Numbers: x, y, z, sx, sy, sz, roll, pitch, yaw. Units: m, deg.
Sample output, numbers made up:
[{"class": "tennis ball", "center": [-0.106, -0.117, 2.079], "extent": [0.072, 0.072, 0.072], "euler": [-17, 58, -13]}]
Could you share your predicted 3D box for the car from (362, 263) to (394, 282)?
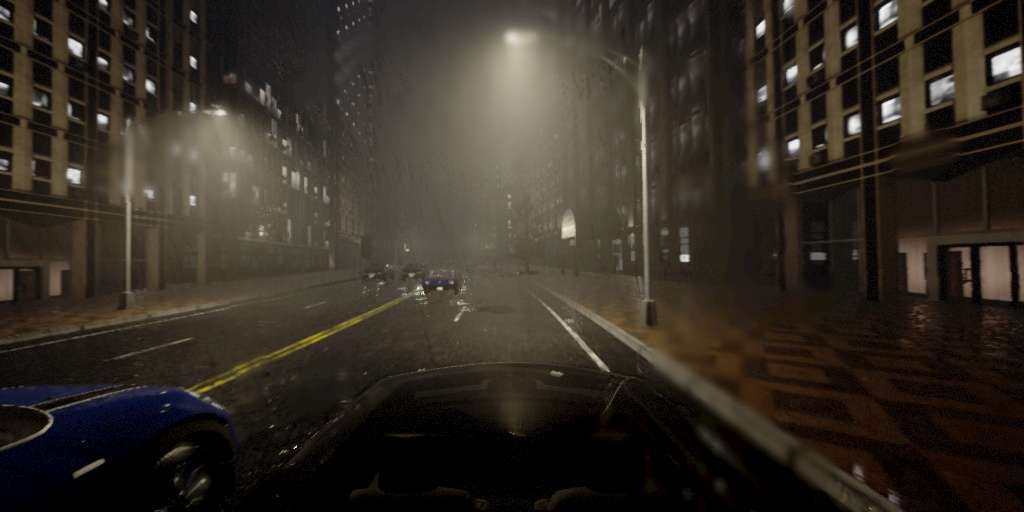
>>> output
[{"class": "car", "center": [-11.645, 1.398, 31.397], "extent": [2.128, 1.511, 4.902], "euler": [-1, 0, -7]}]

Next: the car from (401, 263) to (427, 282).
[{"class": "car", "center": [-8.354, 1.363, 31.220], "extent": [2.128, 1.511, 4.902], "euler": [-1, 0, -7]}]

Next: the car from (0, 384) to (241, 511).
[{"class": "car", "center": [-3.214, 1.144, 0.943], "extent": [2.097, 1.767, 4.553], "euler": [-1, 0, 1]}]

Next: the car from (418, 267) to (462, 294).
[{"class": "car", "center": [-3.895, 1.413, 20.767], "extent": [1.895, 1.301, 4.718], "euler": [-1, 0, -4]}]
